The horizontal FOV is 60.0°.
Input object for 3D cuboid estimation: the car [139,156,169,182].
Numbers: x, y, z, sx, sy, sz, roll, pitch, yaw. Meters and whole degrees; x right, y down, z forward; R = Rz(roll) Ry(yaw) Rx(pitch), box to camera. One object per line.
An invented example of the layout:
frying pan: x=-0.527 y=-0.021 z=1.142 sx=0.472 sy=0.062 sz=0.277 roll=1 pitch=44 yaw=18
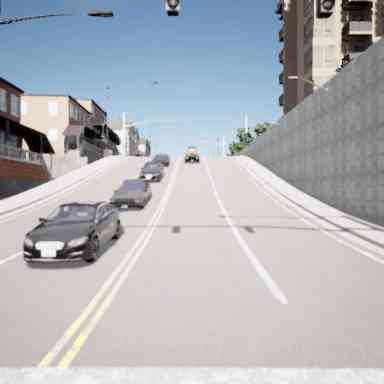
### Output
car: x=-3.561 y=-1.940 z=29.895 sx=2.128 sy=1.511 sz=4.902 roll=0 pitch=13 yaw=0

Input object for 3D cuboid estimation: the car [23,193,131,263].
car: x=-3.585 y=1.083 z=10.747 sx=2.128 sy=1.511 sz=4.902 roll=0 pitch=5 yaw=0

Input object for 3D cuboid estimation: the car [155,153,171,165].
car: x=-3.555 y=-3.754 z=38.455 sx=1.994 sy=1.385 sz=4.181 roll=0 pitch=12 yaw=0

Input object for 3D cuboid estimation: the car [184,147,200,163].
car: x=0.013 y=-4.486 z=41.985 sx=1.895 sy=1.301 sz=4.718 roll=0 pitch=12 yaw=0

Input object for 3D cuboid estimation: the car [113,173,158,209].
car: x=-3.578 y=-0.019 z=20.381 sx=2.033 sy=1.411 sz=5.357 roll=0 pitch=9 yaw=0
